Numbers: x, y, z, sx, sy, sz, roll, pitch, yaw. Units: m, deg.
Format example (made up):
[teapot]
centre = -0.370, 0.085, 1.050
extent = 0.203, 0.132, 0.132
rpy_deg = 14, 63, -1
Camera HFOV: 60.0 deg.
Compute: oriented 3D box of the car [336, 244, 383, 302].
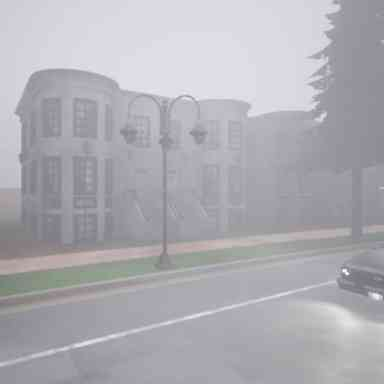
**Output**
[car]
centre = 5.662, 1.540, 7.551
extent = 5.357, 1.411, 2.033
rpy_deg = 0, 0, -32
